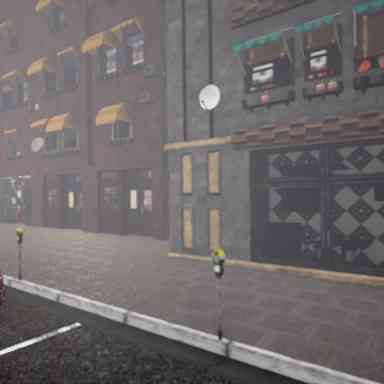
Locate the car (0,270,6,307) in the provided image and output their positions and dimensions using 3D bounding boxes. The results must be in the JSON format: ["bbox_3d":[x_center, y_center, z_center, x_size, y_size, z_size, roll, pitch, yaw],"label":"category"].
[{"bbox_3d":[-5.218,1.614,6.464,4.206,1.307,1.802,0,-1,36],"label":"car"}]
